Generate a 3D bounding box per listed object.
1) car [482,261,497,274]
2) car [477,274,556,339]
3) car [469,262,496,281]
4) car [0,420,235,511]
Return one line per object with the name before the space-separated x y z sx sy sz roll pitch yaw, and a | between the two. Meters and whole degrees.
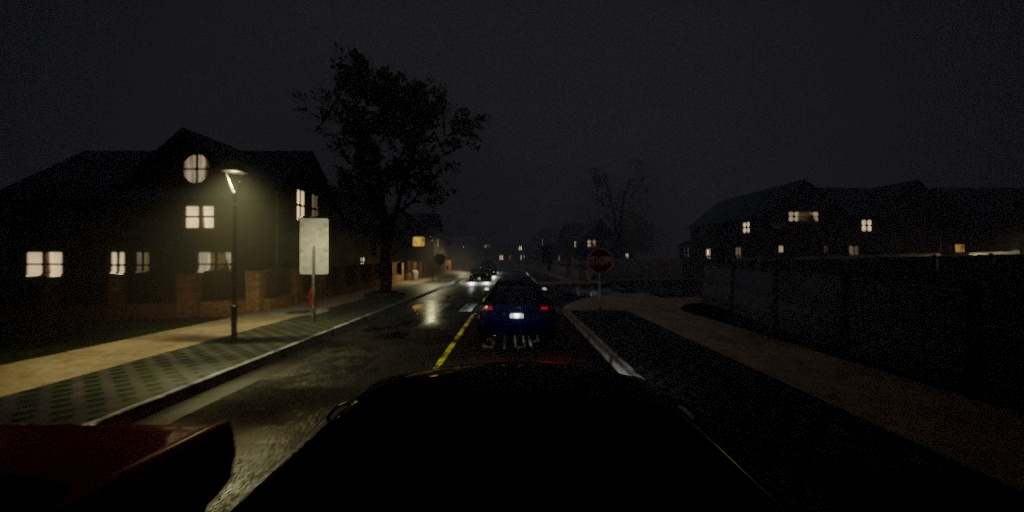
car | -2.902 1.369 42.509 2.097 1.767 4.553 0 0 -1
car | 0.107 1.373 10.344 1.994 1.385 4.181 0 0 0
car | -2.818 1.502 32.878 2.033 1.411 5.357 0 0 -1
car | -2.852 1.340 0.222 1.895 1.301 4.718 0 0 0
